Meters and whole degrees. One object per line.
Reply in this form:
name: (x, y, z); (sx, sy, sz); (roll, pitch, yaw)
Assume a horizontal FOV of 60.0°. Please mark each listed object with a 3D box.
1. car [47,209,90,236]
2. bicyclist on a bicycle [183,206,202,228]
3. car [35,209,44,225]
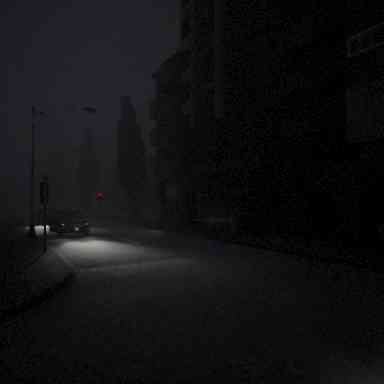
car: (-7.998, 1.956, 21.643); (2.128, 1.511, 4.902); (1, -1, -31)
bicyclist on a bicycle: (0.034, 1.852, 24.551); (1.656, 1.620, 0.582); (0, -1, -31)
car: (-13.082, 2.216, 30.274); (1.994, 1.385, 4.181); (1, -1, -30)
